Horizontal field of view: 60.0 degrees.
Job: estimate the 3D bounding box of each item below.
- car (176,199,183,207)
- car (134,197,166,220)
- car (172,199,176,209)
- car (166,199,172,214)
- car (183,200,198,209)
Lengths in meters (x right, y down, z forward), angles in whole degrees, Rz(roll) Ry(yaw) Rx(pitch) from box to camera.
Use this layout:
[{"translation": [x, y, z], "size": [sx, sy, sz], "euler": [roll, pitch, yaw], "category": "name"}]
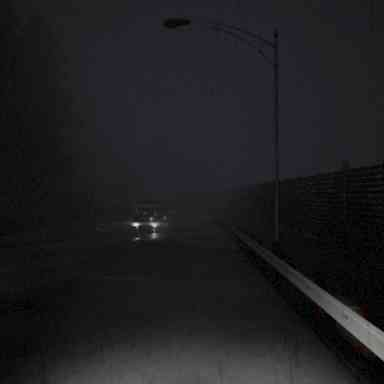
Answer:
[{"translation": [-3.701, 2.134, 64.984], "size": [4.892, 1.490, 1.837], "euler": [0, -1, 40], "category": "car"}, {"translation": [-4.093, 1.530, 31.890], "size": [2.150, 2.045, 5.566], "euler": [0, -1, 0], "category": "car"}, {"translation": [-4.025, 2.028, 51.931], "size": [1.812, 1.442, 4.674], "euler": [0, -1, 0], "category": "car"}, {"translation": [-4.080, 1.756, 41.739], "size": [2.097, 1.767, 4.553], "euler": [0, -1, 0], "category": "car"}, {"translation": [-0.101, 2.064, 55.609], "size": [1.812, 1.442, 4.674], "euler": [0, -1, -5], "category": "car"}]
